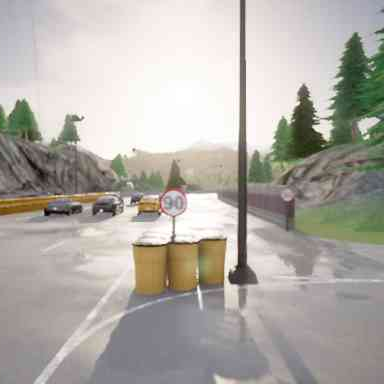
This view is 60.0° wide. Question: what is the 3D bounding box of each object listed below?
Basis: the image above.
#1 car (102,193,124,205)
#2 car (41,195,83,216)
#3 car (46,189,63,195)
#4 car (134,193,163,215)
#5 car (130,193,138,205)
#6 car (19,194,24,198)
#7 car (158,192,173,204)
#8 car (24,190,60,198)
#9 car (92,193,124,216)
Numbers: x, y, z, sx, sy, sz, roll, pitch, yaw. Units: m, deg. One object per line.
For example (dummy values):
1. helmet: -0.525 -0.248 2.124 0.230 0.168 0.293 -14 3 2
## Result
1. car: -10.638 0.902 45.154 1.837 1.490 4.892 0 1 -1
2. car: -10.440 1.198 27.330 1.994 1.385 4.181 0 1 0
3. car: -24.829 0.433 58.865 2.150 2.045 5.566 0 1 1
4. car: -3.448 1.095 28.579 1.882 1.535 5.008 0 1 0
5. car: -7.137 0.902 45.128 1.837 1.490 4.892 0 1 -1
6. car: -28.335 0.701 58.251 1.882 1.535 5.008 0 0 1
7. car: -3.654 0.855 46.667 1.882 1.535 5.008 0 1 -1
8. car: -21.322 0.857 47.549 2.128 1.511 4.902 0 1 0
9. car: -6.943 1.133 27.828 1.837 1.490 4.892 0 1 0
